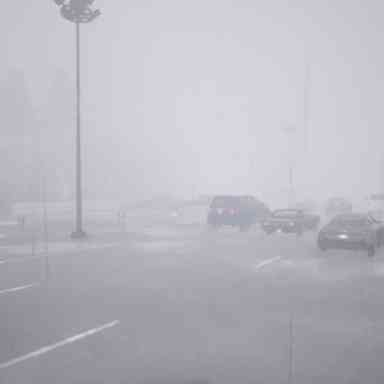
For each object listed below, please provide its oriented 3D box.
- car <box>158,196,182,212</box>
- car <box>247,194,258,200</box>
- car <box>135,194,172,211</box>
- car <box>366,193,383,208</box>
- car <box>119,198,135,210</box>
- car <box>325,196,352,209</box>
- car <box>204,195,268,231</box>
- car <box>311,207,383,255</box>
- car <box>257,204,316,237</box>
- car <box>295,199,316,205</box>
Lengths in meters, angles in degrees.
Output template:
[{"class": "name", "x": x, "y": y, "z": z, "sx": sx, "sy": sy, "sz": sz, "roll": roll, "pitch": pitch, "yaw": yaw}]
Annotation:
[{"class": "car", "x": -1.598, "y": 1.537, "z": 40.114, "sx": 1.837, "sy": 1.490, "sz": 4.892, "roll": 0, "pitch": 0, "yaw": 29}, {"class": "car", "x": 14.177, "y": 1.142, "z": 77.679, "sx": 1.895, "sy": 1.301, "sz": 4.718, "roll": 0, "pitch": 0, "yaw": 16}, {"class": "car", "x": -4.334, "y": 1.275, "z": 42.339, "sx": 2.150, "sy": 2.045, "sz": 5.566, "roll": 0, "pitch": 0, "yaw": 29}, {"class": "car", "x": 16.921, "y": 1.107, "z": 29.802, "sx": 2.150, "sy": 2.045, "sz": 5.566, "roll": 0, "pitch": -1, "yaw": 29}, {"class": "car", "x": -7.547, "y": 1.570, "z": 43.795, "sx": 2.128, "sy": 1.511, "sz": 4.902, "roll": 0, "pitch": 0, "yaw": 29}, {"class": "car", "x": 14.405, "y": 1.263, "z": 32.530, "sx": 2.097, "sy": 1.767, "sz": 4.553, "roll": 0, "pitch": 0, "yaw": 30}, {"class": "car", "x": 3.051, "y": 1.210, "z": 20.627, "sx": 2.150, "sy": 2.045, "sz": 5.566, "roll": 0, "pitch": 0, "yaw": 34}, {"class": "car", "x": 6.462, "y": 1.525, "z": 13.291, "sx": 1.994, "sy": 1.385, "sz": 4.181, "roll": 0, "pitch": 0, "yaw": 35}, {"class": "car", "x": 5.479, "y": 1.570, "z": 17.978, "sx": 1.895, "sy": 1.301, "sz": 4.718, "roll": 0, "pitch": 0, "yaw": 34}, {"class": "car", "x": 12.050, "y": 1.454, "z": 35.501, "sx": 1.812, "sy": 1.442, "sz": 4.674, "roll": 0, "pitch": 0, "yaw": 29}]
